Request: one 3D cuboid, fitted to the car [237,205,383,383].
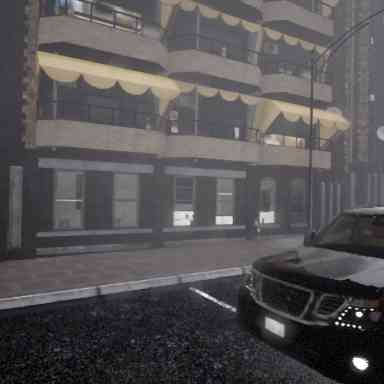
[{"bbox_3d":[3.365,1.247,5.281,5.566,2.045,2.150,1,0,-30],"label":"car"}]
